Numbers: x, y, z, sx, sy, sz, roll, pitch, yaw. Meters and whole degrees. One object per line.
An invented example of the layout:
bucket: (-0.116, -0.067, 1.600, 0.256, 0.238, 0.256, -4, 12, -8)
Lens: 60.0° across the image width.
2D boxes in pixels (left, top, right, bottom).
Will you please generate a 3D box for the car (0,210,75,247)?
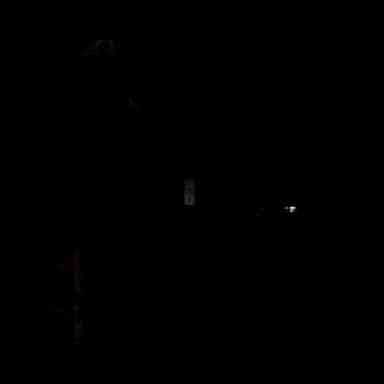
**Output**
car: (-7.253, 1.473, 14.021, 1.812, 1.442, 4.674, 1, 1, 36)

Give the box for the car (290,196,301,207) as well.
car: (14.825, 1.366, 49.360, 1.837, 1.490, 4.892, 1, 0, 36)

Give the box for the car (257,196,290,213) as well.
car: (8.579, 1.417, 35.991, 1.837, 1.490, 4.892, 1, 0, 36)
